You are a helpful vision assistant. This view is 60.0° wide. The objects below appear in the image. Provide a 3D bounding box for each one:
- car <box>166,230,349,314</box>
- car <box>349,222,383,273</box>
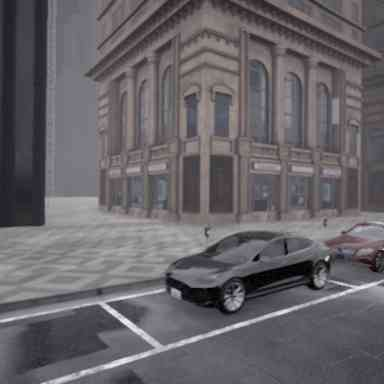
[{"bbox_3d":[1.472,1.606,7.694,4.313,1.339,1.947,0,0,-35],"label":"car"},{"bbox_3d":[6.032,1.662,10.946,4.206,1.307,1.802,0,0,-35],"label":"car"}]
